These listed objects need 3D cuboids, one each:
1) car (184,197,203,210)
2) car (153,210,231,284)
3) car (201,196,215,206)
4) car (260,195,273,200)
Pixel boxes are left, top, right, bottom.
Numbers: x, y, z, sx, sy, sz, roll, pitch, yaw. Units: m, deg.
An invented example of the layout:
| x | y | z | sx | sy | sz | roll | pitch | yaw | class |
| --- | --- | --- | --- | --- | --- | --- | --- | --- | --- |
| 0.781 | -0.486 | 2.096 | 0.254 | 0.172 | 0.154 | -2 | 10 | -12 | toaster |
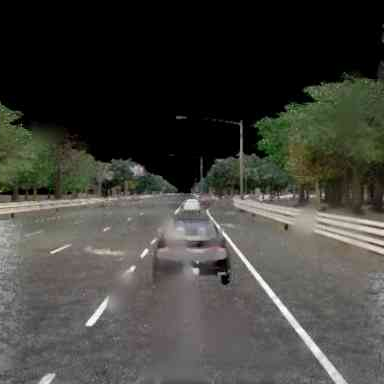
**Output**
| x | y | z | sx | sy | sz | roll | pitch | yaw | class |
| --- | --- | --- | --- | --- | --- | --- | --- | --- | --- |
| 0.054 | 1.569 | 37.567 | 1.812 | 1.442 | 4.674 | 0 | 0 | 2 | car |
| -0.011 | 1.501 | 9.598 | 2.128 | 1.511 | 4.902 | 0 | 0 | 0 | car |
| 2.519 | 1.393 | 55.798 | 2.097 | 1.767 | 4.553 | 0 | 0 | 14 | car |
| 20.640 | 1.548 | 91.084 | 1.895 | 1.301 | 4.718 | 0 | 0 | 41 | car |
